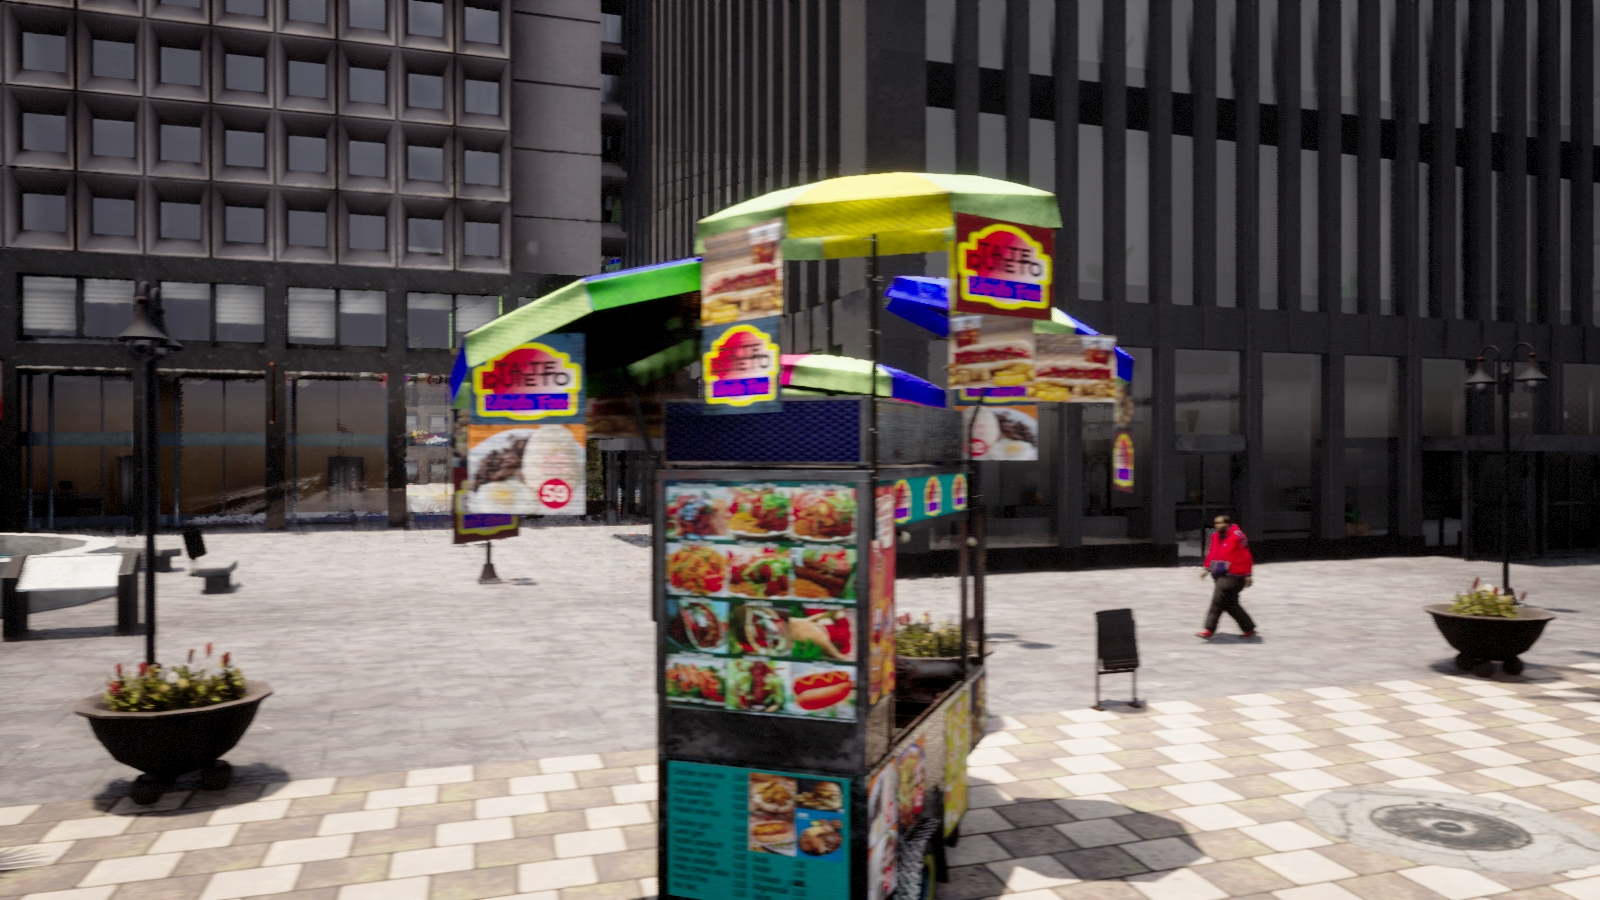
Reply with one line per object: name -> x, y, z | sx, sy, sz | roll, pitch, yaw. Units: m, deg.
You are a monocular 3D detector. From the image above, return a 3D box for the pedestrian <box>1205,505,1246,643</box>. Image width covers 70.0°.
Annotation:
pedestrian -> 5.894, 1.706, 15.836 | 0.375, 1.860, 0.375 | 0, 0, -14
